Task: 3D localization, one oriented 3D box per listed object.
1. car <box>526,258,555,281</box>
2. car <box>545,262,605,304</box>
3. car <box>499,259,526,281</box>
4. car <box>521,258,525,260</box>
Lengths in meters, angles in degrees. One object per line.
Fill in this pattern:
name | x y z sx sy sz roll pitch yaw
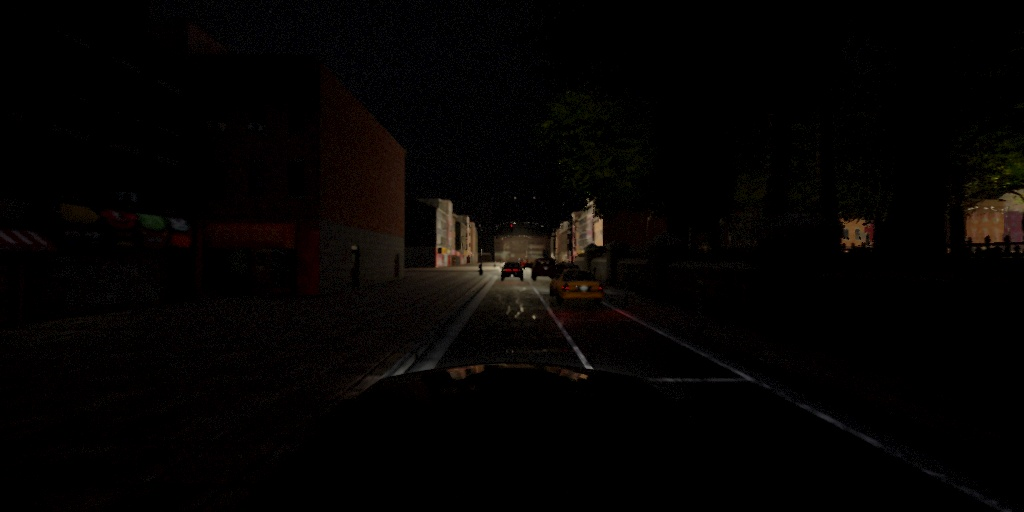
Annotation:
car | 2.647 1.088 30.249 2.192 1.841 5.009 0 0 0
car | 2.754 1.212 16.275 1.801 1.575 5.366 0 0 0
car | 0.009 1.278 30.212 1.837 1.490 4.892 0 0 0
car | 2.655 1.379 56.678 1.888 1.381 4.507 0 0 0
